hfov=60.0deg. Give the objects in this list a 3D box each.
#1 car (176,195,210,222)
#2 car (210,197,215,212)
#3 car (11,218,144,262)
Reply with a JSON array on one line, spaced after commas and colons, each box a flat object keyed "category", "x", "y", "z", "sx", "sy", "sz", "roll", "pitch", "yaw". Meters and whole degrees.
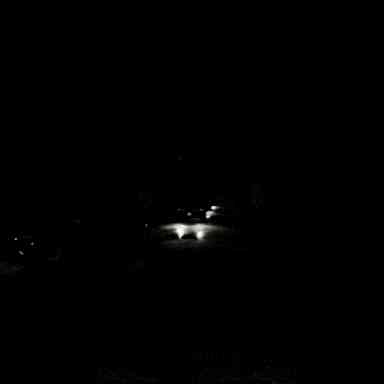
[{"category": "car", "x": 0.060, "y": 1.303, "z": 27.493, "sx": 2.150, "sy": 2.045, "sz": 5.566, "roll": -1, "pitch": -1, "yaw": 6}, {"category": "car", "x": 1.412, "y": 1.661, "z": 40.891, "sx": 1.994, "sy": 1.385, "sz": 4.181, "roll": -1, "pitch": 0, "yaw": 6}, {"category": "car", "x": -4.289, "y": 1.724, "z": 12.973, "sx": 1.895, "sy": 1.301, "sz": 4.718, "roll": -1, "pitch": 0, "yaw": 44}]
